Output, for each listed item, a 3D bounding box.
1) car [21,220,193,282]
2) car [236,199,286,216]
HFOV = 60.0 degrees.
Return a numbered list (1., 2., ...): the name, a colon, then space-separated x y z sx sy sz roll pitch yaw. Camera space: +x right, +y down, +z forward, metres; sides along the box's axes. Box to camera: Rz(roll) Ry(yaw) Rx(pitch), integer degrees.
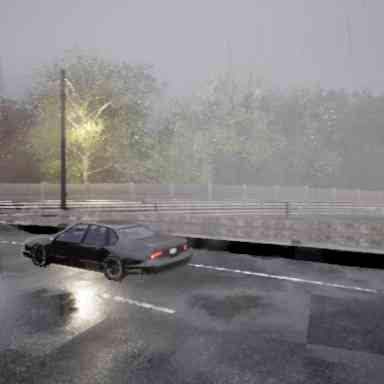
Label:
1. car: -2.615 1.526 9.640 5.357 1.411 2.033 0 0 32
2. car: 6.623 1.393 31.677 5.008 1.535 1.882 0 0 -19
